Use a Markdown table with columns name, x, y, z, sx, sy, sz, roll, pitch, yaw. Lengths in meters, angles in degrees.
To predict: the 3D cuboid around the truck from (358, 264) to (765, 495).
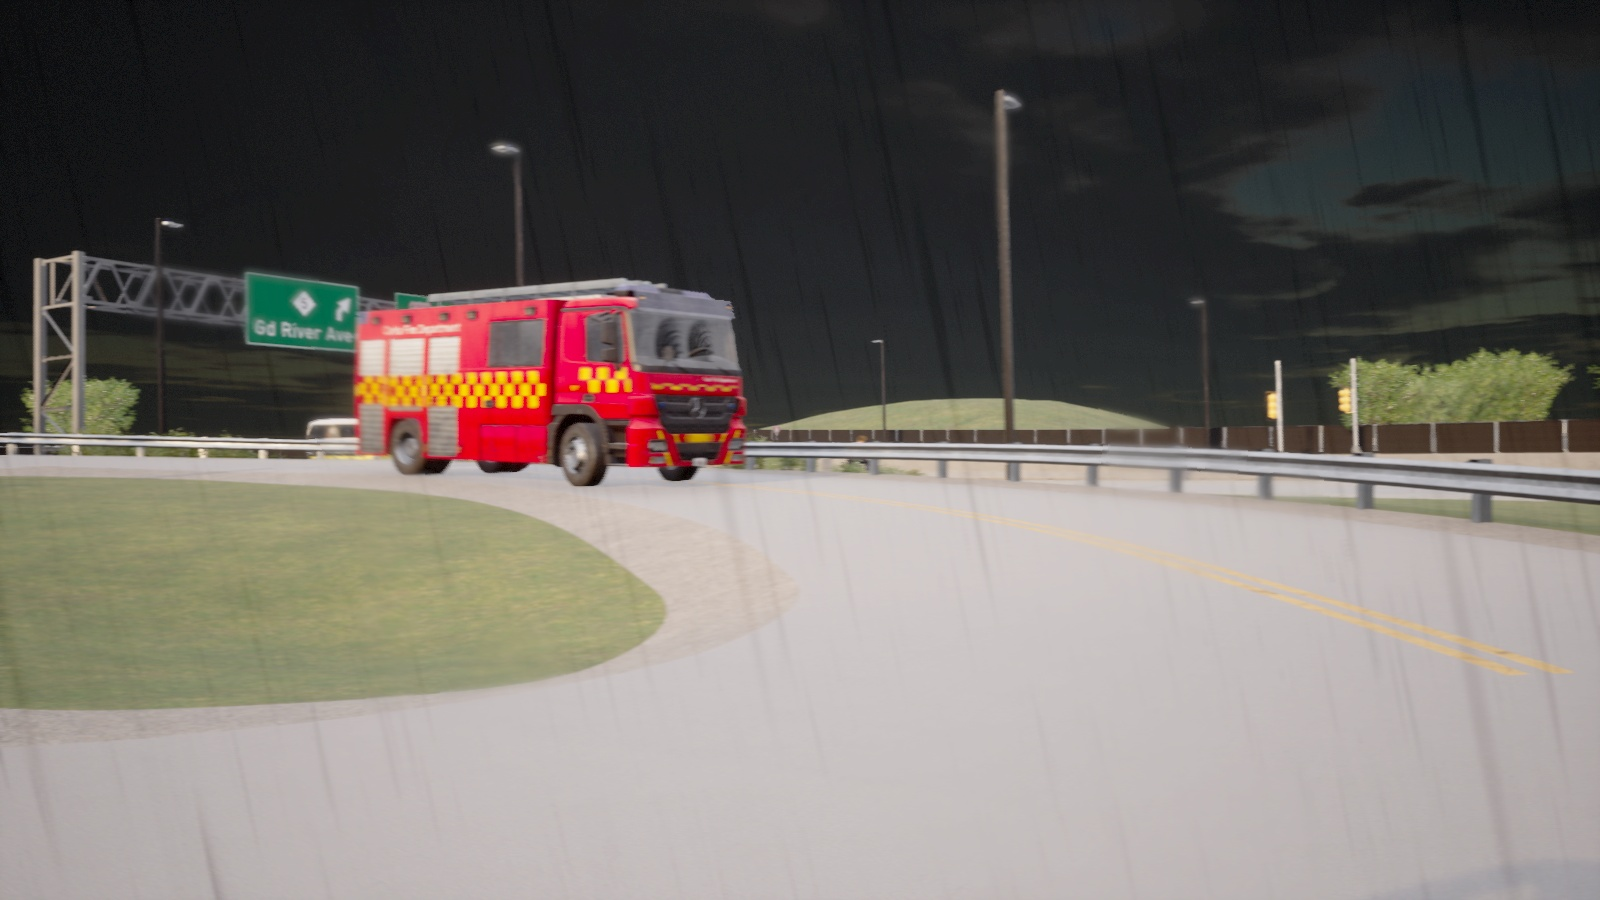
| name | x | y | z | sx | sy | sz | roll | pitch | yaw |
| --- | --- | --- | --- | --- | --- | --- | --- | --- | --- |
| truck | -4.891 | -1.242 | 24.577 | 8.468 | 3.827 | 2.891 | 1 | 2 | 38 |
